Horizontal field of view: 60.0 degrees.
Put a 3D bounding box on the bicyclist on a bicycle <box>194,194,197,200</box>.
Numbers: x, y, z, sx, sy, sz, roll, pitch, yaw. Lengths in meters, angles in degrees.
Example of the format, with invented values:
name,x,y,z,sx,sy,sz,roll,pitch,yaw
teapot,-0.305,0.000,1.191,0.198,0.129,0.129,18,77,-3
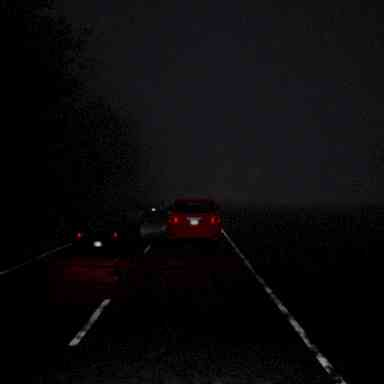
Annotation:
name,x,y,z,sx,sy,sz,roll,pitch,yaw
bicyclist on a bicycle,0.932,1.423,89.661,0.582,1.620,1.656,0,0,0

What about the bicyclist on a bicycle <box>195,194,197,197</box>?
name,x,y,z,sx,sy,sz,roll,pitch,yaw
bicyclist on a bicycle,0.934,1.342,80.656,0.659,1.776,1.843,0,0,0

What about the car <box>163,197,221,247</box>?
name,x,y,z,sx,sy,sz,roll,pitch,yaw
car,0.091,1.216,15.077,2.150,2.045,5.566,0,0,0

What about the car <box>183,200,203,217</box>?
name,x,y,z,sx,sy,sz,roll,pitch,yaw
car,0.084,1.514,32.084,1.812,1.442,4.674,0,0,0

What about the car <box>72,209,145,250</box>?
name,x,y,z,sx,sy,sz,roll,pitch,yaw
car,-3.414,1.595,14.299,1.895,1.301,4.718,0,0,0

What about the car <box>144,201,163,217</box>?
name,x,y,z,sx,sy,sz,roll,pitch,yaw
car,-3.417,1.552,31.633,1.994,1.385,4.181,0,0,0
